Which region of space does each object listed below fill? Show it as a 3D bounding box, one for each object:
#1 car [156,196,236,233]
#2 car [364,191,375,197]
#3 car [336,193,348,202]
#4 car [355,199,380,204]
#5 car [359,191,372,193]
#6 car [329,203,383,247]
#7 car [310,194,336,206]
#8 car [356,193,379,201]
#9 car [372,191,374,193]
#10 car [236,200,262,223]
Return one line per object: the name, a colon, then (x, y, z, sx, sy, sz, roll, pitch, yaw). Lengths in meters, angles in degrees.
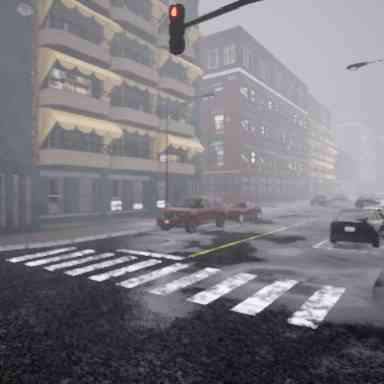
car: (0.174, 1.152, 18.800, 2.192, 1.841, 5.009, 1, 1, 35)
car: (41.778, 0.386, 78.078, 1.802, 1.307, 4.206, 1, 1, 35)
car: (22.576, 0.845, 50.721, 1.947, 1.339, 4.313, 1, 1, 35)
car: (10.210, 1.311, 18.517, 1.802, 1.307, 4.206, 1, 1, 35)
car: (35.378, 0.507, 68.959, 1.887, 1.381, 4.507, 1, 1, 35)
car: (7.010, 1.375, 13.958, 1.947, 1.339, 4.313, 1, 1, 35)
car: (16.176, 1.004, 41.602, 1.947, 1.339, 4.313, 1, 1, 35)
car: (18.105, 1.052, 34.291, 1.994, 1.385, 4.181, 0, 1, 35)
car: (38.578, 0.465, 73.518, 1.802, 1.307, 4.206, 1, 1, 35)
car: (3.374, 1.302, 23.364, 1.887, 1.381, 4.507, 1, 1, 35)
